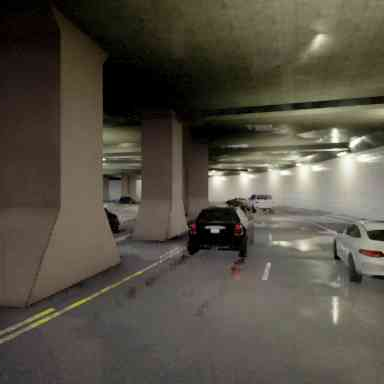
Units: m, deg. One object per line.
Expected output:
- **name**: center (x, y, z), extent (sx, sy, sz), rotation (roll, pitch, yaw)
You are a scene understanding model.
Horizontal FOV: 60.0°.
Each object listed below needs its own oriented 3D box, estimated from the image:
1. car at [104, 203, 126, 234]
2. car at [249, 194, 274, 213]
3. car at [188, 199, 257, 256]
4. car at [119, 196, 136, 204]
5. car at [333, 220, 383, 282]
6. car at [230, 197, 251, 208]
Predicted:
- **car**: center (-5.280, 1.525, 16.758), extent (1.812, 1.442, 4.674), rotation (0, 0, 13)
- **car**: center (7.551, 1.221, 37.084), extent (2.150, 2.045, 5.566), rotation (0, 0, -1)
- **car**: center (1.317, 1.352, 13.385), extent (2.097, 1.767, 4.553), rotation (0, 0, 14)
- **car**: center (-11.907, 1.525, 60.841), extent (1.812, 1.442, 4.674), rotation (0, 0, -32)
- **car**: center (5.200, 1.526, 9.348), extent (1.812, 1.442, 4.674), rotation (0, 0, 16)
- **car**: center (6.915, 1.525, 47.783), extent (1.812, 1.442, 4.674), rotation (0, 0, -8)
